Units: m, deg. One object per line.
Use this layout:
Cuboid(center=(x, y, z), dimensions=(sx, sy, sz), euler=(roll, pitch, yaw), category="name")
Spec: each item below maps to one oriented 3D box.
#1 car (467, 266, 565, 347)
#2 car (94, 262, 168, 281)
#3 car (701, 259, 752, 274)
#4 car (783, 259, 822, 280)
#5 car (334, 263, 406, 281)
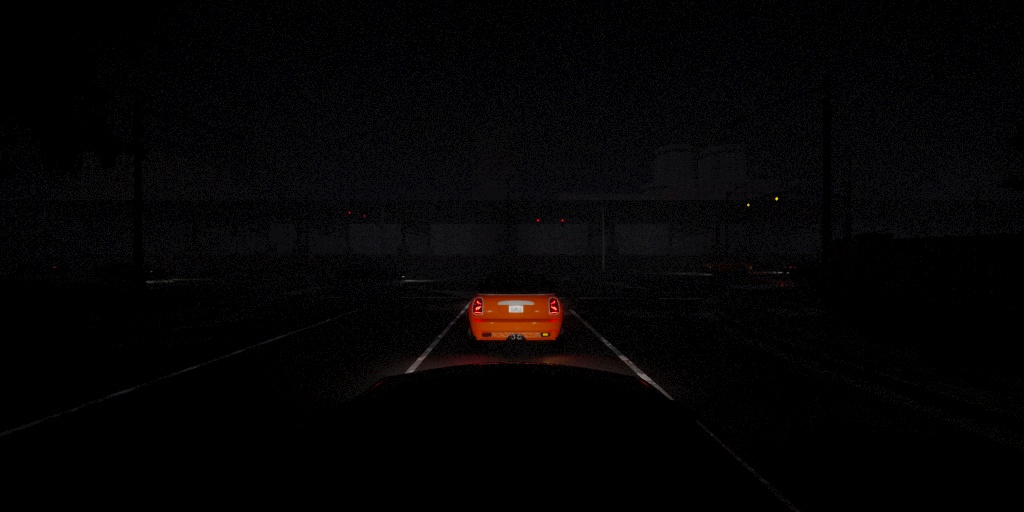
Cuboid(center=(0.083, 1.103, 9.471), dimensions=(2.097, 1.767, 4.553), euler=(0, 0, 0), category="car")
Cuboid(center=(-31.462, 1.228, 29.708), dimensions=(5.008, 1.535, 1.882), euler=(0, 0, 2), category="car")
Cuboid(center=(23.227, 1.098, 39.000), dimensions=(5.008, 1.535, 1.882), euler=(-1, 0, 1), category="car")
Cuboid(center=(24.227, 1.092, 28.269), dimensions=(4.902, 1.511, 2.128), euler=(-1, 0, 1), category="car")
Cuboid(center=(-11.471, 1.298, 29.175), dimensions=(5.357, 1.411, 2.033), euler=(0, 0, 1), category="car")
